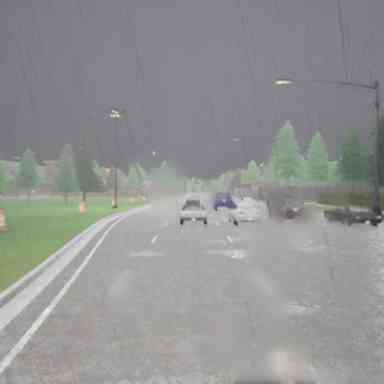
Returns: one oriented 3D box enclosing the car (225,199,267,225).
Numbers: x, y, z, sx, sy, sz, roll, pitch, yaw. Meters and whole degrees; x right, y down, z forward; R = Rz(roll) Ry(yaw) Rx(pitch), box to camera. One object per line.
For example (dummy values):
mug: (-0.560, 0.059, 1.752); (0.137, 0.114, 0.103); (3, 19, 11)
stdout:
car: (3.594, 1.449, 22.921); (1.812, 1.442, 4.674); (0, 0, 0)

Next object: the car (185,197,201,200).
car: (0.106, 1.335, 42.724); (1.882, 1.535, 5.008); (0, 1, 0)

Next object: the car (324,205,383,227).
car: (10.517, 1.527, 22.124); (1.895, 1.301, 4.718); (0, 0, 0)

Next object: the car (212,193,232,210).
car: (3.605, 1.090, 39.659); (2.150, 2.045, 5.566); (0, 0, 0)

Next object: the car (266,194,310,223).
car: (7.105, 1.270, 24.893); (2.097, 1.767, 4.553); (0, 0, 0)

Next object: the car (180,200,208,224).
car: (0.106, 1.520, 24.200); (1.895, 1.301, 4.718); (0, 0, 0)

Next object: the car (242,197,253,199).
car: (7.092, 1.382, 42.778); (1.812, 1.442, 4.674); (0, 0, 0)
